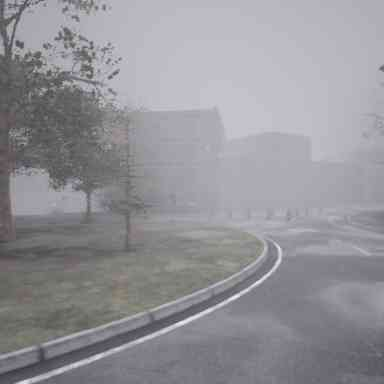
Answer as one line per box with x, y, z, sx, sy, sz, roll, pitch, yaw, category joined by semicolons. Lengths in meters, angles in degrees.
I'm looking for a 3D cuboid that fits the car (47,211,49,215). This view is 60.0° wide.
-35.812;5.631;86.369;2.002;1.452;4.674;0;-4;-25;car

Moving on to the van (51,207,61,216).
-31.244;4.546;76.494;1.878;1.987;4.442;0;-4;-25;van

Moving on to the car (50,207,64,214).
-26.567;3.979;66.431;2.002;1.452;4.674;2;-5;-25;car
